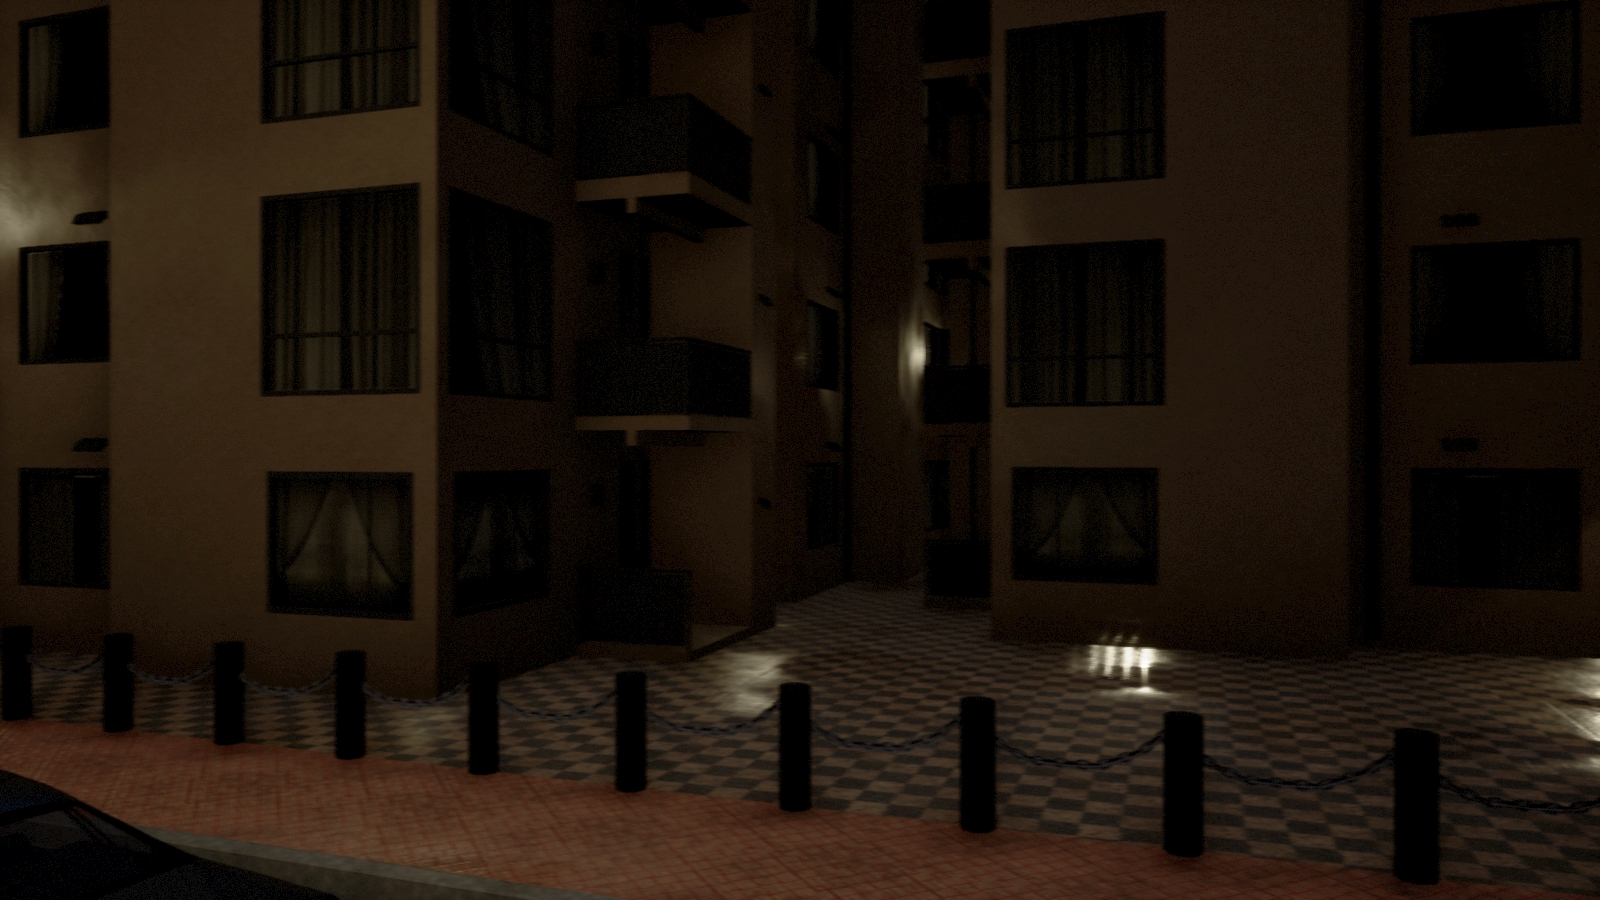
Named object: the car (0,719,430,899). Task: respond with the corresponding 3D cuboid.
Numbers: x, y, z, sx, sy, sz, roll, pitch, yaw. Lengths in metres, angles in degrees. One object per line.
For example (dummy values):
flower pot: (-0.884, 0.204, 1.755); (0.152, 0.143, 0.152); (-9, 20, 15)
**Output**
car: (-4.470, 2.086, 4.916); (5.357, 1.411, 2.033); (0, 0, 20)
